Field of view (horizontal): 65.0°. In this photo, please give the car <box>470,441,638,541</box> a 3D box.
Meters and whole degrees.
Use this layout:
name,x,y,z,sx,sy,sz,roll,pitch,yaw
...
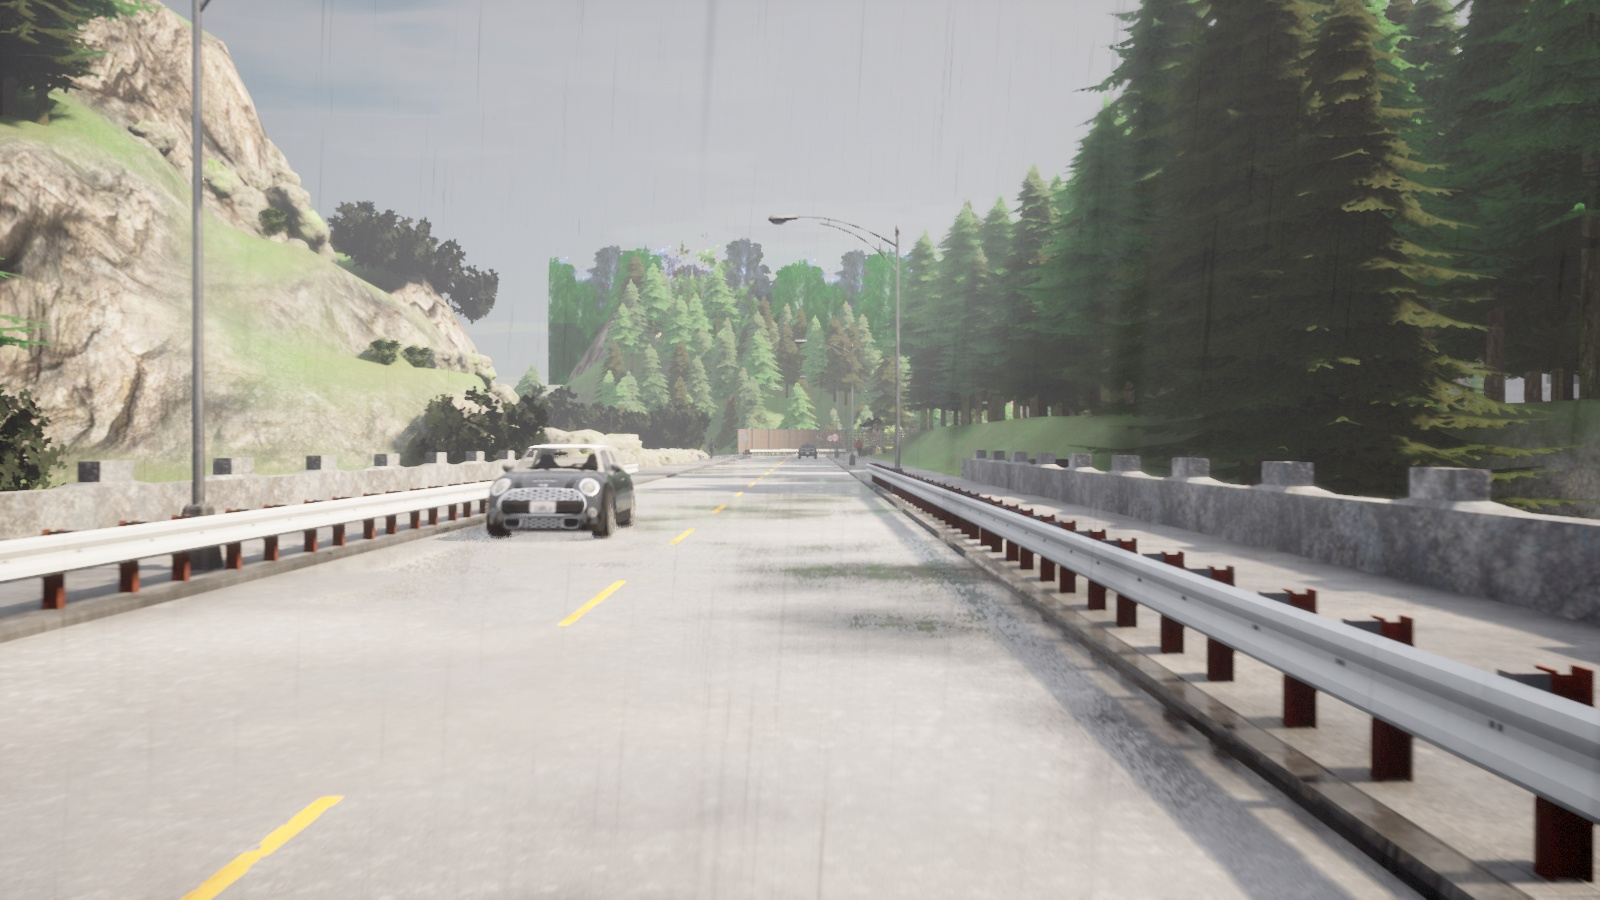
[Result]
name,x,y,z,sx,sy,sz,roll,pitch,yaw
car,-3.864,0.594,20.376,1.970,1.475,3.806,0,0,0
